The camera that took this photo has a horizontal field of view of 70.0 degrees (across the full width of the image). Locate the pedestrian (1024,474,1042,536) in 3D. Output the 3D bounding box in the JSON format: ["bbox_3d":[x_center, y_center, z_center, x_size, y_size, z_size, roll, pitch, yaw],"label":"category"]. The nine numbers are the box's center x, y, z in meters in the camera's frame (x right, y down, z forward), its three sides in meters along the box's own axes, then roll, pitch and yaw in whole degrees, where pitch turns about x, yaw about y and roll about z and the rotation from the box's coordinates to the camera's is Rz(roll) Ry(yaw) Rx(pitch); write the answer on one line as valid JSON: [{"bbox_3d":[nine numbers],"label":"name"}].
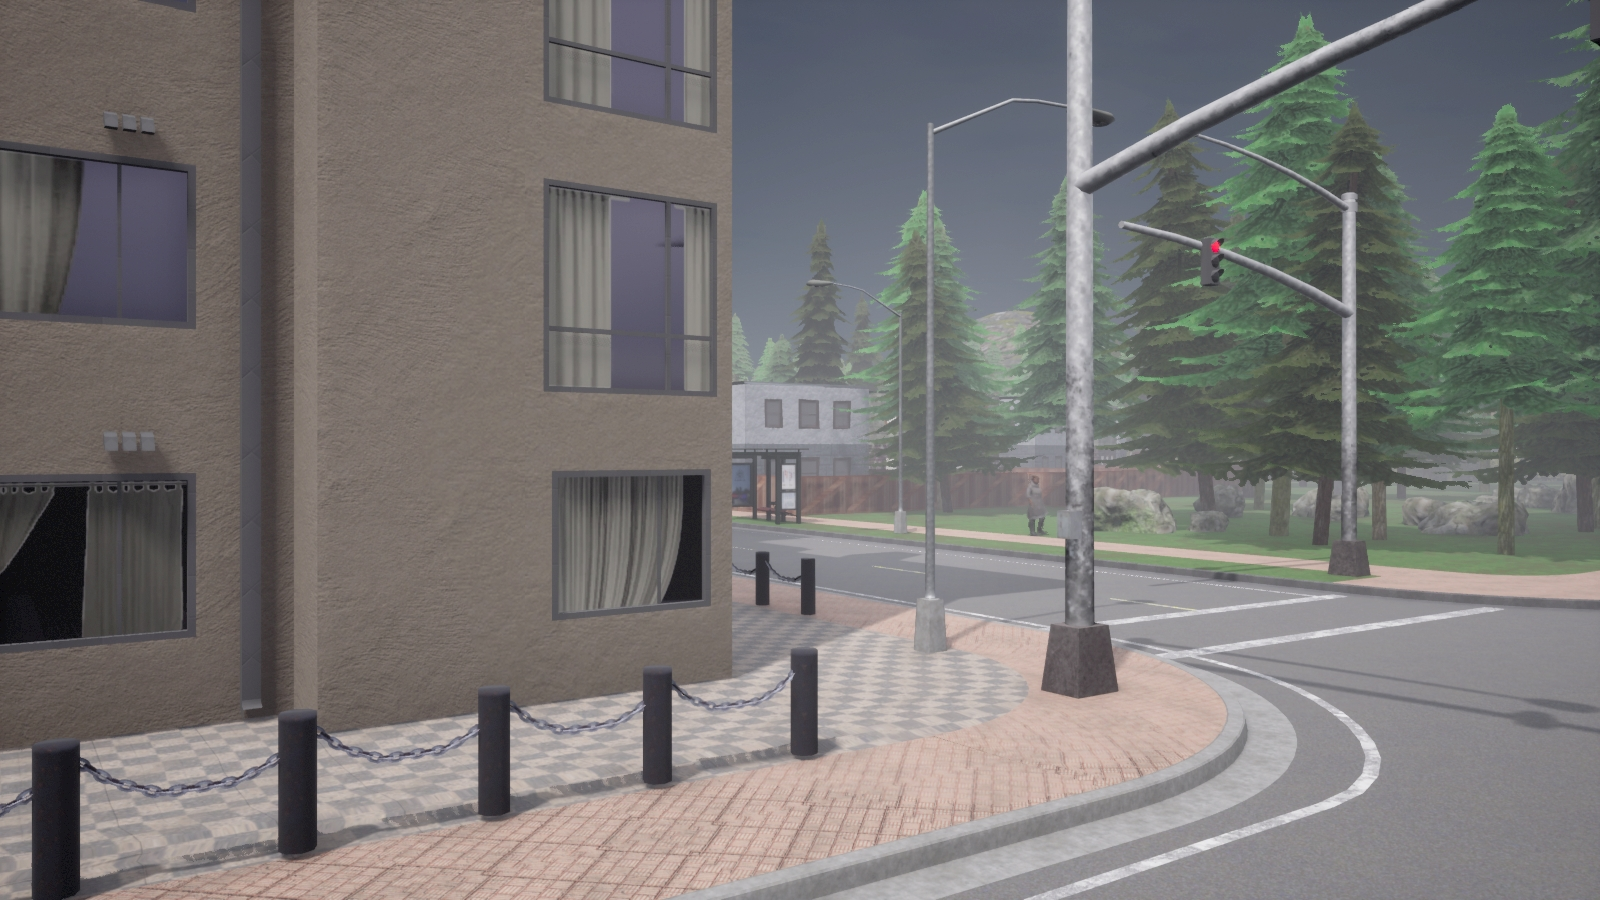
[{"bbox_3d":[7.093,1.676,34.769,0.375,1.860,0.375,0,0,-34],"label":"pedestrian"}]

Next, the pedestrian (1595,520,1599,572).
[{"bbox_3d":[17.273,2.044,24.260,0.500,1.100,0.500,0,0,-32],"label":"pedestrian"}]
